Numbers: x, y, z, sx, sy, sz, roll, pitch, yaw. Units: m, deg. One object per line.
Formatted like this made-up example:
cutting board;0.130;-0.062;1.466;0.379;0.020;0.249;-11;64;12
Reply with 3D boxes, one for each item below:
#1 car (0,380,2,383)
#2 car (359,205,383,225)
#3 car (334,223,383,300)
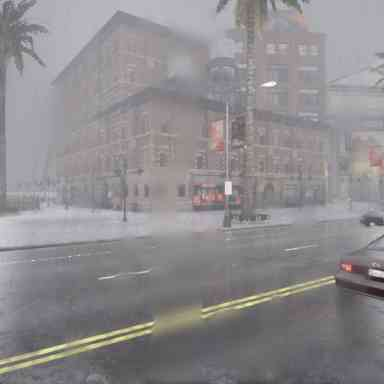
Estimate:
car;-3.601;1.548;1.110;5.357;1.411;2.033;0;0;-36
car;13.087;1.547;21.688;5.357;1.411;2.033;0;0;-35
car;5.453;1.547;7.589;5.357;1.411;2.033;0;0;-35
